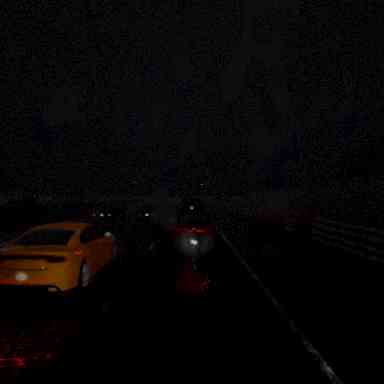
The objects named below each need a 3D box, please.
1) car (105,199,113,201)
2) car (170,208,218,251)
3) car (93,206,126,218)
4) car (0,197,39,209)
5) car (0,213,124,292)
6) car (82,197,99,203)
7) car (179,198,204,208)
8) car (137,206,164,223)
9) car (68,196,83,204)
[{"bbox_3d":[-18.703,2.334,74.743,1.895,1.301,4.718,0,-1,-1],"label":"car"},{"bbox_3d":[0.077,1.660,14.843,1.837,1.490,4.892,0,-1,0],"label":"car"},{"bbox_3d":[-6.984,1.851,28.112,2.033,1.411,5.357,0,-1,-1],"label":"car"},{"bbox_3d":[-17.778,1.589,34.185,2.150,2.045,5.566,0,-1,-1],"label":"car"},{"bbox_3d":[-3.432,1.572,9.201,1.882,1.535,5.008,0,0,0],"label":"car"},{"bbox_3d":[-22.192,2.276,74.268,2.033,1.411,5.357,0,-1,-1],"label":"car"},{"bbox_3d":[-0.052,1.574,32.429,2.150,2.045,5.566,0,-1,-1],"label":"car"},{"bbox_3d":[-3.485,1.852,28.158,2.033,1.411,5.357,0,-1,-1],"label":"car"},{"bbox_3d":[-25.690,1.959,74.153,2.150,2.045,5.566,0,-1,-1],"label":"car"}]
